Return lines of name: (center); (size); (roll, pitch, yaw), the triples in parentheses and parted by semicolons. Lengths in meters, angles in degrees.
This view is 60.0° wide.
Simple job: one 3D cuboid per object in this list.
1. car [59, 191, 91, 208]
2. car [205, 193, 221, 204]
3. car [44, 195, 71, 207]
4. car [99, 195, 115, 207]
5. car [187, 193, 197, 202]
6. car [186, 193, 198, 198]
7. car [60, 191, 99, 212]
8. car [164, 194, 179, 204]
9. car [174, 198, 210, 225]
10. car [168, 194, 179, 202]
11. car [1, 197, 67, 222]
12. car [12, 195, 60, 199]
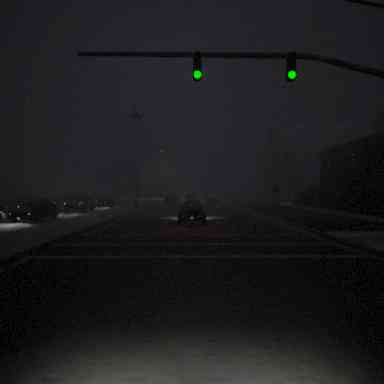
car: (-15.004, 0.895, 42.906); (2.150, 2.045, 5.566); (0, 0, 0)
car: (3.495, 1.194, 53.420); (1.895, 1.301, 4.718); (0, 0, 0)
car: (-18.505, 1.155, 45.966); (1.837, 1.490, 4.892); (0, 0, 0)
car: (-11.504, 1.169, 44.156); (1.837, 1.490, 4.892); (0, 0, 0)
car: (-0.006, 1.022, 63.392); (1.837, 1.490, 4.892); (0, 0, 0)
car: (-0.005, 1.102, 52.972); (1.837, 1.490, 4.892); (0, 0, 0)
car: (-11.509, 1.093, 33.980); (2.097, 1.767, 4.553); (0, 0, 0)
car: (-3.505, 1.120, 53.389); (1.812, 1.442, 4.674); (0, 0, 0)
car: (-0.002, 1.355, 22.363); (1.812, 1.442, 4.674); (0, 0, 0)
car: (-3.506, 1.082, 63.392); (1.994, 1.385, 4.181); (0, 0, 0)
car: (-11.577, 1.358, 24.864); (2.033, 1.411, 5.357); (0, 0, 0)
car: (-15.019, 1.258, 32.350); (1.837, 1.490, 4.892); (0, 0, 0)
